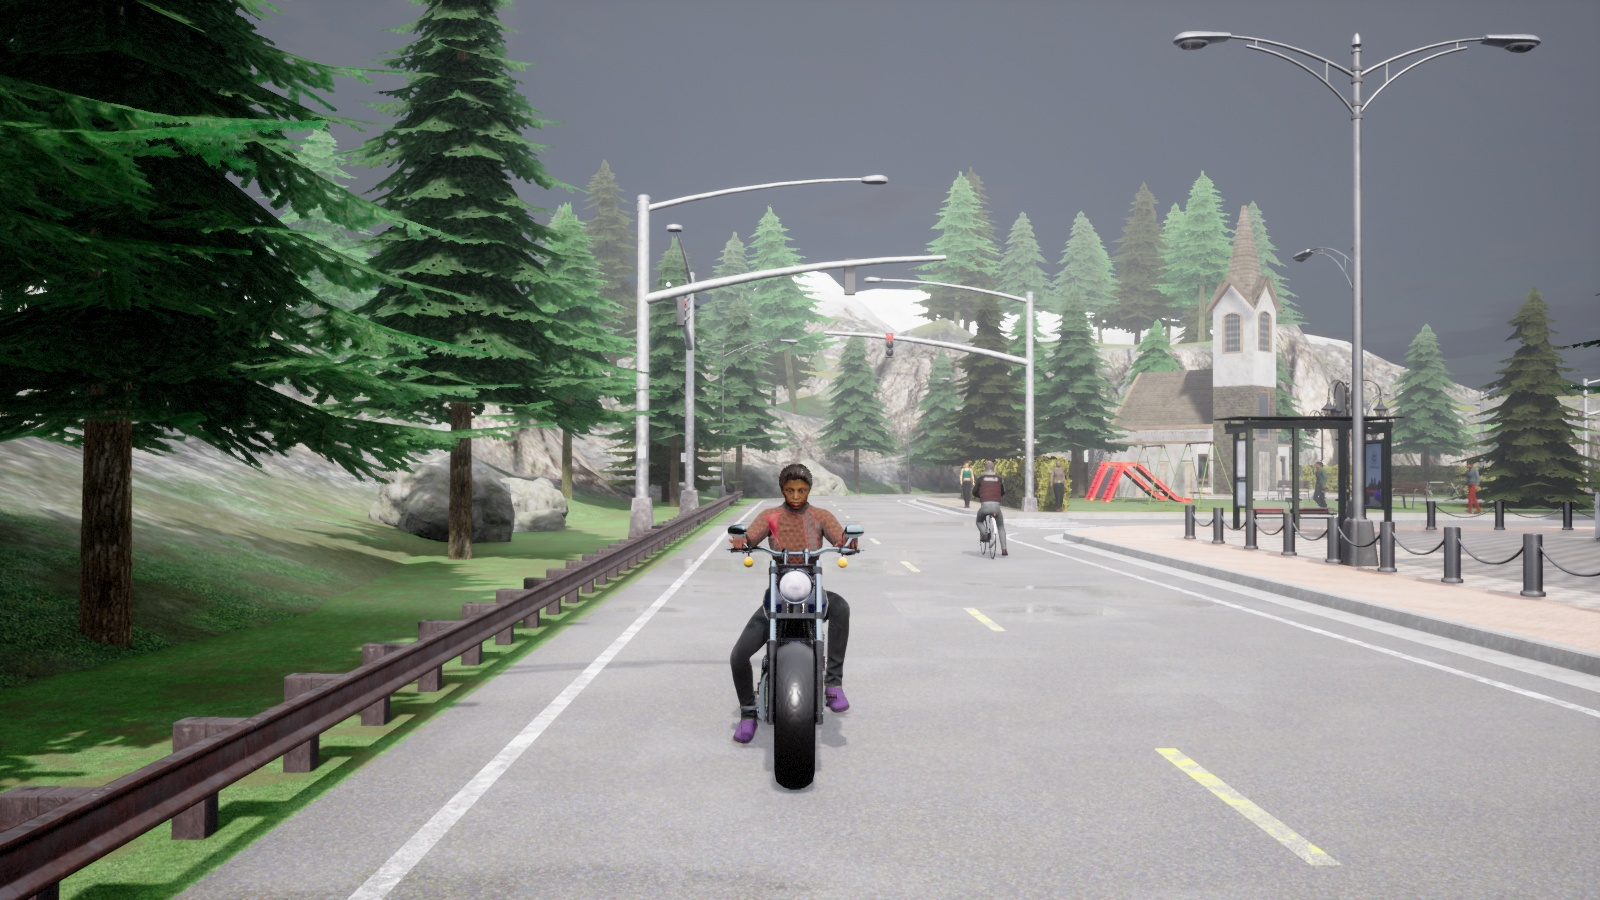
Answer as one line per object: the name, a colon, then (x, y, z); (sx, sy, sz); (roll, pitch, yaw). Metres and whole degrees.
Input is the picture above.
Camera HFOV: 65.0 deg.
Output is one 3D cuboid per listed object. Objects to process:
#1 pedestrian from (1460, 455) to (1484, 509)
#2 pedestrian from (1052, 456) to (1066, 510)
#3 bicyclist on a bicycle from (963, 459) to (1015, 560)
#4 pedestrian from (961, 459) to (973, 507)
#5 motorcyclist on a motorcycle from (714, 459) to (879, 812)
pedestrian: (22.869, 1.085, 42.761); (0.614, 1.847, 0.353); (0, -1, 0)
pedestrian: (8.943, 1.150, 43.335); (0.331, 1.846, 0.634); (0, -1, 0)
bicyclist on a bicycle: (3.438, 1.056, 22.945); (0.659, 1.776, 1.843); (0, -1, 0)
pedestrian: (6.406, 1.250, 48.146); (0.345, 1.836, 0.594); (0, -1, 16)
motorcyclist on a motorcycle: (-0.019, 0.883, 7.064); (0.766, 1.649, 2.350); (0, -1, 0)
